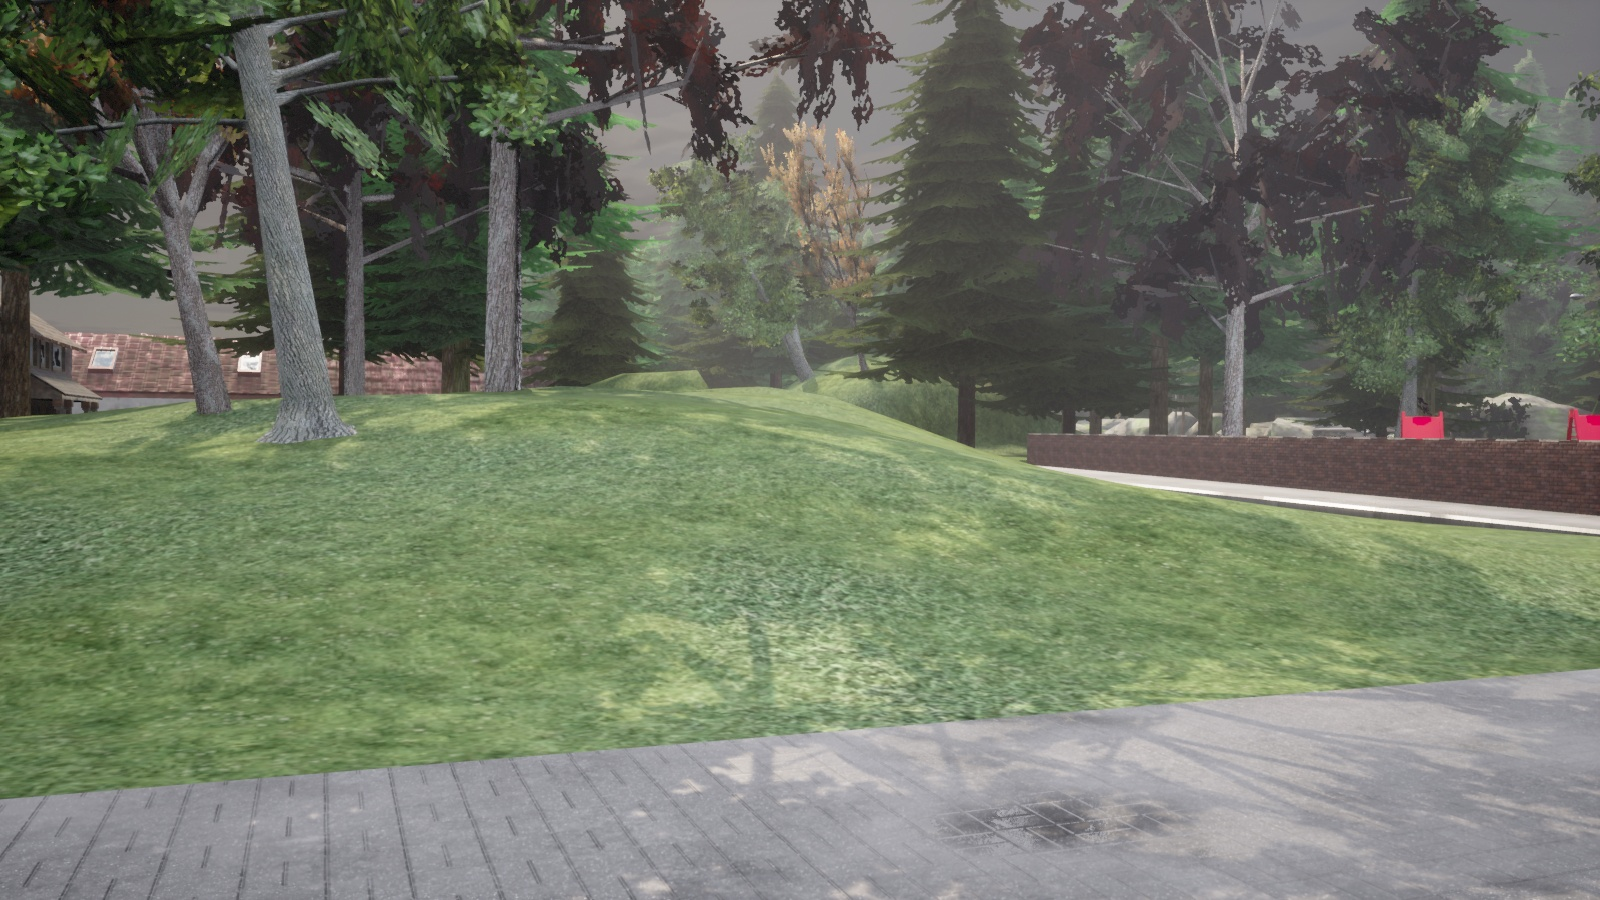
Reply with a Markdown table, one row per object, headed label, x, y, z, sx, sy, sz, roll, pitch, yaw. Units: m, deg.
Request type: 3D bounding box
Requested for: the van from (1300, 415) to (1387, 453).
| label | x | y | z | sx | sy | sz | roll | pitch | yaw |
| --- | --- | --- | --- | --- | --- | --- | --- | --- | --- |
| van | 29.732 | -0.889 | 68.805 | 1.775 | 1.987 | 4.442 | -1 | 1 | -21 |
